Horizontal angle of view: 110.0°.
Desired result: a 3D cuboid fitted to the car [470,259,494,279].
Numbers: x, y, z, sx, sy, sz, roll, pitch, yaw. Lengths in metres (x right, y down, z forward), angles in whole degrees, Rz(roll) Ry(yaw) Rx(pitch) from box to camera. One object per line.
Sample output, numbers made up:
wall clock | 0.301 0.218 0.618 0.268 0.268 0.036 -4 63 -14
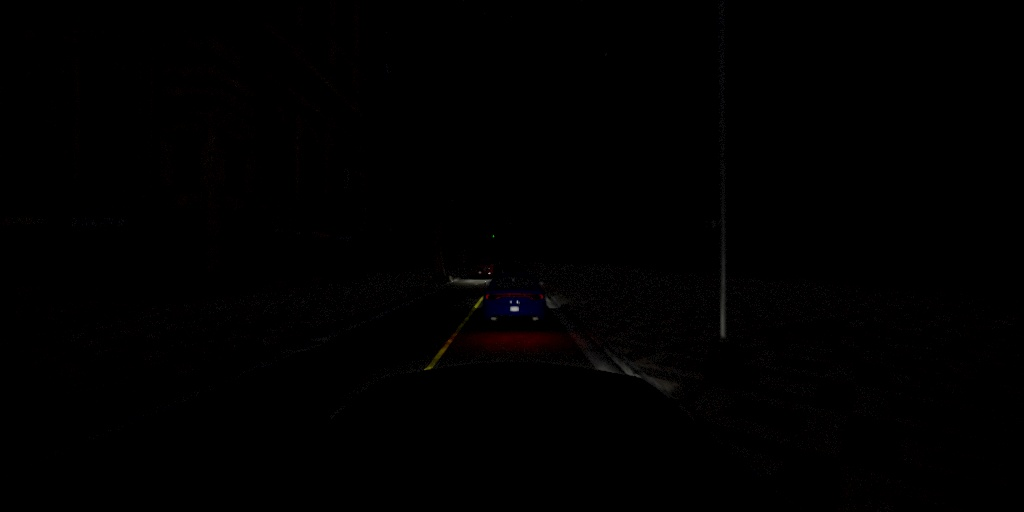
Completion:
car | -3.093 1.291 37.503 2.150 2.045 5.566 0 -1 0

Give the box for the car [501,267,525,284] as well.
car | 0.097 1.600 30.441 1.895 1.301 4.718 0 -1 0

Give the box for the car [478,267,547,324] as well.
car | 0.080 1.315 12.315 1.882 1.535 5.008 0 0 0
